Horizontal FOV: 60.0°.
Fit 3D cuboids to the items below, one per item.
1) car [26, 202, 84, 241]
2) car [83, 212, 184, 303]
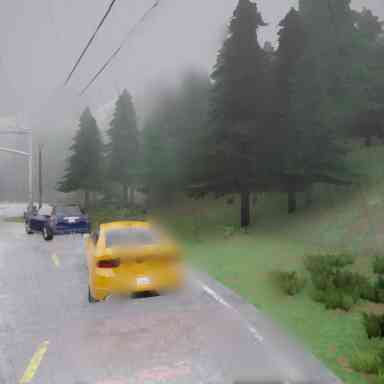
[{"bbox_3d":[-6.951,1.352,17.086,2.097,1.767,4.553,0,0,-40],"label":"car"},{"bbox_3d":[-1.678,1.478,8.441,1.882,1.535,5.008,0,0,-19],"label":"car"}]
